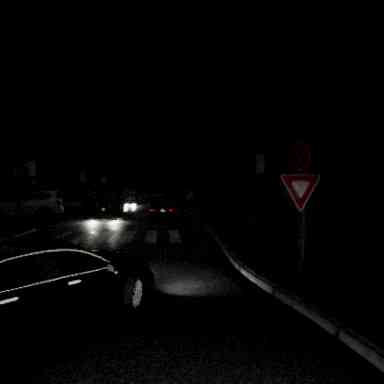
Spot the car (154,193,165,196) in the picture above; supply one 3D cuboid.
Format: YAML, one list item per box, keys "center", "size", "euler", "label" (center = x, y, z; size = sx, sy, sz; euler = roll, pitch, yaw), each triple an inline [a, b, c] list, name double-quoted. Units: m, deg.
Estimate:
- center: [-4.234, 0.928, 43.117]
  size: [1.882, 1.535, 5.008]
  euler: [0, 1, -6]
  label: "car"

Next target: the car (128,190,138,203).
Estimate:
- center: [-9.096, 0.862, 49.820]
  size: [2.128, 1.511, 4.902]
  euler: [0, 1, -6]
  label: "car"

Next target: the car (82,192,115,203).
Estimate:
- center: [-14.705, 0.856, 52.299]
  size: [4.792, 1.488, 2.163]
  euler: [-1, 1, -26]
  label: "car"

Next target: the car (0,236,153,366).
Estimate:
- center: [-2.495, 1.469, 5.190]
  size: [1.837, 1.490, 4.892]
  euler: [4, 2, 29]
  label: "car"

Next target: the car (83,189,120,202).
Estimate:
- center: [-15.015, 0.540, 55.280]
  size: [5.566, 2.045, 2.435]
  euler: [-1, 1, -26]
  label: "car"

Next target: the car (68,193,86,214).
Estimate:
- center: [-12.067, 1.118, 28.466]
  size: [5.366, 1.575, 1.946]
  euler: [-1, 1, -26]
  label: "car"

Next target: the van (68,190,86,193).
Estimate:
- center: [-12.974, 0.825, 34.299]
  size: [4.442, 1.987, 1.878]
  euler: [-1, 1, -26]
  label: "van"

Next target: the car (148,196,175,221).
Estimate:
- center: [-2.213, 1.238, 24.188]
  size: [2.033, 1.411, 5.357]
  euler: [0, 1, -6]
  label: "car"

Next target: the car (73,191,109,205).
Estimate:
- center: [-14.083, 0.772, 46.315]
  size: [4.553, 1.767, 2.185]
  euler: [-1, 1, -26]
  label: "car"

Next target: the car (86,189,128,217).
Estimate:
- center: [-6.793, 0.875, 27.157]
  size: [2.150, 2.045, 5.566]
  euler: [0, 1, -6]
  label: "car"

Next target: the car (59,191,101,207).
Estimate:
- center: [-13.527, 0.848, 40.323]
  size: [4.553, 1.767, 2.185]
  euler: [-1, 1, -26]
  label: "car"

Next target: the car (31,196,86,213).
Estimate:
- center: [-12.557, 1.127, 31.373]
  size: [4.674, 1.452, 2.002]
  euler: [-1, 1, -26]
  label: "car"

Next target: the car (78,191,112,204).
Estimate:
- center: [-14.391, 0.736, 49.300]
  size: [4.553, 1.767, 2.185]
  euler: [-1, 1, -26]
  label: "car"

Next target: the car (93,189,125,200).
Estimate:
- center: [-15.949, 0.442, 64.248]
  size: [5.566, 2.045, 2.435]
  euler: [-1, 0, -26]
  label: "car"

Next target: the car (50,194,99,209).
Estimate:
- center: [-13.174, 1.010, 37.343]
  size: [5.008, 1.535, 2.097]
  euler: [-1, 1, -26]
  label: "car"

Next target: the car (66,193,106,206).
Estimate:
- center: [-13.805, 0.975, 43.321]
  size: [4.674, 1.452, 2.002]
  euler: [-1, 1, -26]
  label: "car"

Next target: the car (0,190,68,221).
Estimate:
- center: [-11.615, 0.950, 22.385]
  size: [5.566, 2.045, 2.435]
  euler: [-1, 1, -26]
  label: "car"

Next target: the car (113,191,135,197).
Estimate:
- center: [-18.607, 0.433, 91.172]
  size: [5.366, 1.575, 1.946]
  euler: [-1, 0, -26]
  label: "car"
